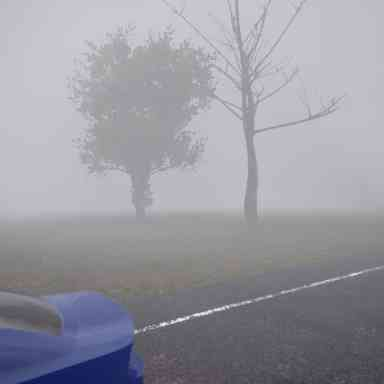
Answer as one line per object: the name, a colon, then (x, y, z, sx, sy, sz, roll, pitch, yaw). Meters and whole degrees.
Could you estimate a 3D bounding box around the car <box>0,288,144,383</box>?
car: (-2.747, 1.477, 2.015, 5.008, 1.535, 1.882, 0, 0, -35)
